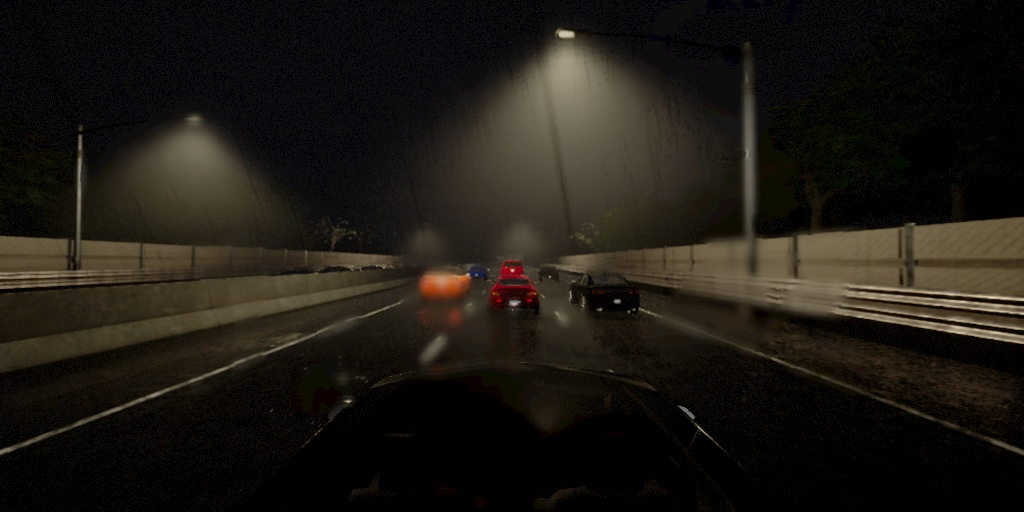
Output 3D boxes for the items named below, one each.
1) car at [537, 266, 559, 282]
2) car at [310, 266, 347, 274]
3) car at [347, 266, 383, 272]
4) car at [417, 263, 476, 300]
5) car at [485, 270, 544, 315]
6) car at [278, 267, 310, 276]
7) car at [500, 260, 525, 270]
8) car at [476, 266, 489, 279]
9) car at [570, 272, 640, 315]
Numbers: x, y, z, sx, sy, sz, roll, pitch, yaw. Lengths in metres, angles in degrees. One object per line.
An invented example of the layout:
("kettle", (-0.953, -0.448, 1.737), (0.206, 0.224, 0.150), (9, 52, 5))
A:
("car", (3.559, 1.751, 36.075), (1.837, 1.490, 4.892), (0, -1, 0))
("car", (-17.634, 1.748, 35.748), (1.837, 1.490, 4.892), (0, -1, 0))
("car", (-14.134, 1.748, 35.765), (1.837, 1.490, 4.892), (0, -1, 0))
("car", (-3.424, 1.353, 19.628), (2.097, 1.767, 4.553), (0, -1, 0))
("car", (0.076, 1.450, 14.434), (1.812, 1.442, 4.674), (0, -1, 0))
("car", (-21.133, 1.804, 35.525), (1.994, 1.385, 4.181), (0, -1, 0))
("car", (0.061, 1.450, 34.890), (2.150, 2.045, 5.566), (0, -1, 0))
("car", (-3.441, 1.744, 37.322), (1.882, 1.535, 5.008), (0, -1, 0))
("car", (3.573, 1.405, 14.614), (1.882, 1.535, 5.008), (0, 0, 0))
